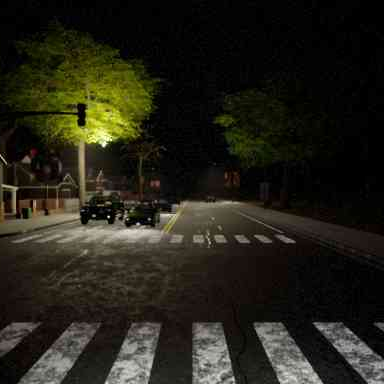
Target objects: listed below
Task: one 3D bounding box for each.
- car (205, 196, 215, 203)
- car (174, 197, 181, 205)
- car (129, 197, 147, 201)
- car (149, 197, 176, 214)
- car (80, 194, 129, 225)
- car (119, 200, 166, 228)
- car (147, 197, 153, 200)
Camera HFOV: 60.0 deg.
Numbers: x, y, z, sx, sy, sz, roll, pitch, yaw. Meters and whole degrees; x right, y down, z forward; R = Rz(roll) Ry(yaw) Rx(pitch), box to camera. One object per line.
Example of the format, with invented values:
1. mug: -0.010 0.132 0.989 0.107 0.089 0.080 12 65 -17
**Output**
1. car: 3.715 1.502 67.605 1.837 1.490 4.892 0 0 1
2. car: -2.940 1.541 57.899 2.033 1.411 5.357 0 0 0
3. car: -6.409 1.538 35.116 2.033 1.411 5.357 0 0 0
4. car: -3.156 1.552 35.539 1.994 1.385 4.181 0 0 0
5. car: -6.473 1.213 24.663 2.150 2.045 5.566 0 0 0
6. car: -3.230 1.539 22.649 2.033 1.411 5.357 0 0 0
7. car: -6.323 1.484 47.390 2.128 1.511 4.902 0 0 1
